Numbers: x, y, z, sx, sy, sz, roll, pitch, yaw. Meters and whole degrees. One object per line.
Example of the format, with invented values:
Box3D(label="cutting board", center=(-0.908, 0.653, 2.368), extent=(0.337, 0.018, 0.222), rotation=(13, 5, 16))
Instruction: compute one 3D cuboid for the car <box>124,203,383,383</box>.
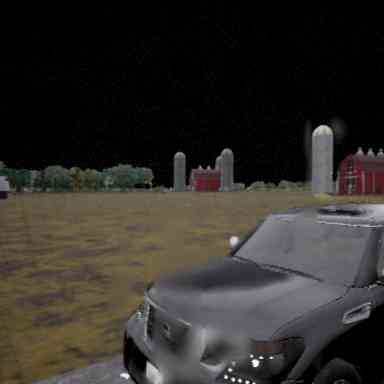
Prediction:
Box3D(label="car", center=(1.935, 1.216, 4.448), extent=(5.566, 2.045, 2.150), rotation=(0, 0, -35))
